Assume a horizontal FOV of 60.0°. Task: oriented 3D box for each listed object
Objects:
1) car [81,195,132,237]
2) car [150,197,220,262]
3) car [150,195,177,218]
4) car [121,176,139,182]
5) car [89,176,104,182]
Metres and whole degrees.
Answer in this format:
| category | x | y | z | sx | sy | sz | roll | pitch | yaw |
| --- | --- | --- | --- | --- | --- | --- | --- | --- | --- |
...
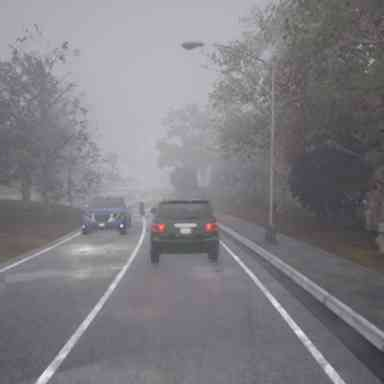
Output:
| category | x | y | z | sx | sy | sz | roll | pitch | yaw |
| --- | --- | --- | --- | --- | --- | --- | --- | --- | --- |
| car | -4.593 | 1.205 | 18.629 | 2.150 | 2.045 | 5.566 | -1 | 0 | -6 |
| car | -0.348 | 1.192 | 12.177 | 2.150 | 2.045 | 5.566 | 0 | 0 | -4 |
| car | -2.605 | 1.191 | 29.265 | 1.882 | 1.535 | 5.008 | -1 | 2 | -11 |
| car | -16.671 | -3.416 | 88.867 | 5.008 | 1.535 | 1.882 | 2 | 5 | 24 |
| car | -25.093 | -3.366 | 87.507 | 4.553 | 1.767 | 2.097 | -1 | 5 | -3 |
